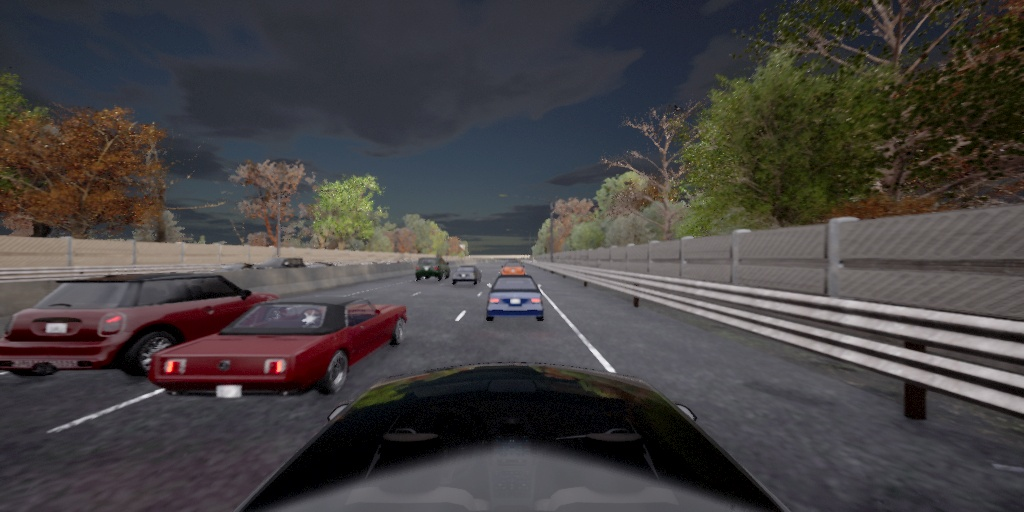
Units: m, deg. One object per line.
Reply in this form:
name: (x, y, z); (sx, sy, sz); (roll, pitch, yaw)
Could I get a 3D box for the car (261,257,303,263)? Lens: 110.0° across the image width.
car: (-21.097, 1.134, 32.643); (2.150, 2.045, 5.566); (0, 0, 0)

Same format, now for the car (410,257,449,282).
car: (-6.904, 1.128, 31.648); (2.150, 2.045, 5.566); (0, 0, 0)

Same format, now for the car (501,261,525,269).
car: (0.094, 1.263, 32.403); (2.097, 1.767, 4.553); (0, 0, 0)

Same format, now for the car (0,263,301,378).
car: (-6.923, 1.129, 7.583); (2.097, 1.767, 4.553); (0, 0, 0)

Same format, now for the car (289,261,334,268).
car: (-17.598, 1.416, 32.528); (1.837, 1.490, 4.892); (0, 0, 0)

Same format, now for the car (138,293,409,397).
car: (-3.424, 1.374, 6.585); (1.895, 1.301, 4.718); (0, 0, 0)

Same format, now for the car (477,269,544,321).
car: (0.095, 1.350, 12.730); (2.033, 1.411, 5.357); (0, 0, 0)

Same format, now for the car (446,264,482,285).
car: (-3.407, 1.431, 27.706); (2.033, 1.411, 5.357); (0, 0, 0)

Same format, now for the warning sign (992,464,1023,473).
warning sign: (4.550, 0.869, 2.543); (1.300, 1.860, 1.060); (0, 0, 0)

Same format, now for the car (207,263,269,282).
car: (-24.597, 1.416, 32.467); (1.837, 1.490, 4.892); (0, 0, 0)
